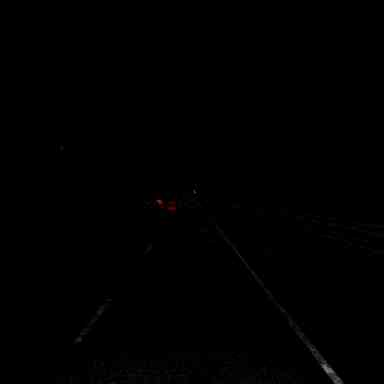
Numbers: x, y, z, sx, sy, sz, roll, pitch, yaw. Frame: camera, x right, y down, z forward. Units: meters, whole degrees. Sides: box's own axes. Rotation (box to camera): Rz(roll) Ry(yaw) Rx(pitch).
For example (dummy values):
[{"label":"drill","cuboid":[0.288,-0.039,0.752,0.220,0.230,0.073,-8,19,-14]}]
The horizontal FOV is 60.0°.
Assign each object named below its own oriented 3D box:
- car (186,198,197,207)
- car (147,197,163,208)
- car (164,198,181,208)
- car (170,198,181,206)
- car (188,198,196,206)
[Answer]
[{"label":"car","cuboid":[-0.014,2.130,61.551,1.994,1.385,4.181,0,-1,0]},{"label":"car","cuboid":[-7.014,2.101,60.299,2.033,1.411,5.357,0,-1,0]},{"label":"car","cuboid":[-3.514,2.067,61.134,1.837,1.490,4.892,0,-1,0]},{"label":"car","cuboid":[-3.517,2.119,71.552,2.128,1.511,4.902,0,-1,0]},{"label":"car","cuboid":[-0.017,2.118,71.553,1.812,1.442,4.674,0,-1,0]}]
